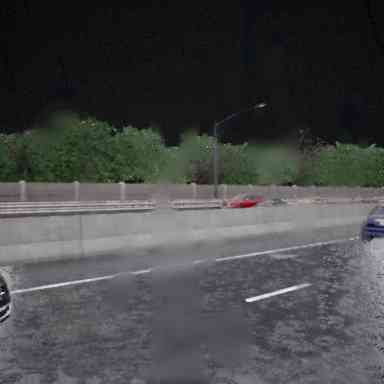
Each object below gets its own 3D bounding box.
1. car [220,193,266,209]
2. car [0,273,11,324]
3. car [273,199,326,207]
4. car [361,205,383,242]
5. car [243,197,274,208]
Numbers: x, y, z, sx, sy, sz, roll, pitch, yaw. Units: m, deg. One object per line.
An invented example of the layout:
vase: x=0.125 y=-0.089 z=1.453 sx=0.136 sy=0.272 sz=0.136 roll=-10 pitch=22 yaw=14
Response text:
car: x=5.363 y=1.170 z=33.588 sx=5.566 sy=2.045 sz=2.150 roll=0 pitch=0 yaw=-36
car: x=-5.153 y=1.510 z=4.372 sx=4.892 sy=1.490 sz=1.837 roll=0 pitch=0 yaw=-35
car: x=9.460 y=1.425 z=27.917 sx=5.008 sy=1.535 sz=1.882 roll=0 pitch=0 yaw=-35
car: x=9.586 y=1.310 z=14.873 sx=4.553 sy=1.767 sz=2.097 roll=0 pitch=0 yaw=-35
car: x=7.345 y=1.453 z=30.707 sx=4.892 sy=1.490 sz=1.837 roll=0 pitch=0 yaw=-35
